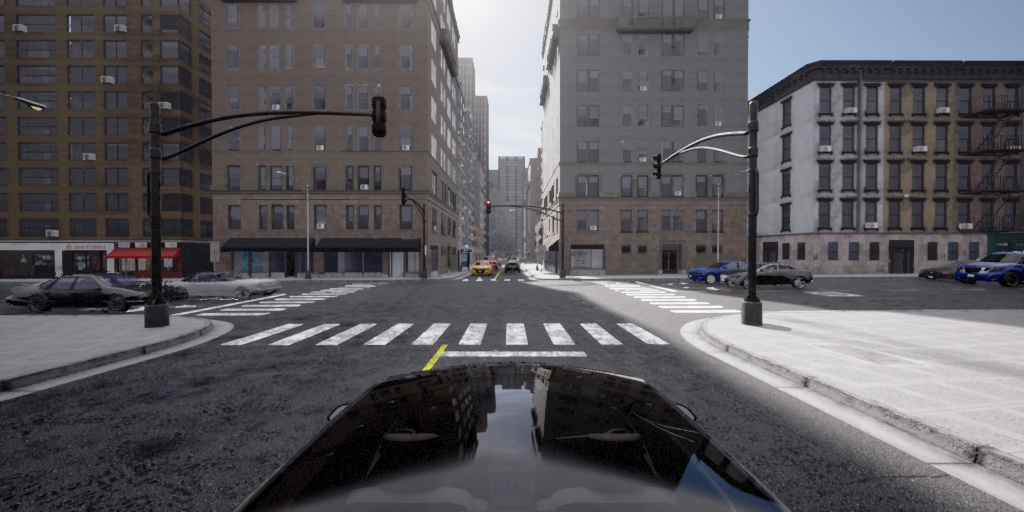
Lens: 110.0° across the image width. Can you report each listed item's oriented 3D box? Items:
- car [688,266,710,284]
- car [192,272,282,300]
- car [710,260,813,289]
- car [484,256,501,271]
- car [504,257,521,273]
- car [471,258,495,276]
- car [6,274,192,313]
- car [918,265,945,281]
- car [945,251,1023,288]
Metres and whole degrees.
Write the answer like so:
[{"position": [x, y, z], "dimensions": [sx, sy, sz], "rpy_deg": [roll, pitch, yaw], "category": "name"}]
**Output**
[{"position": [14.647, 1.076, 24.420], "dimensions": [5.008, 1.535, 1.882], "rpy_deg": [0, 1, 0], "category": "car"}, {"position": [-14.094, 1.427, 17.568], "dimensions": [4.718, 1.301, 1.895], "rpy_deg": [0, 1, 0], "category": "car"}, {"position": [14.885, 1.123, 21.171], "dimensions": [4.902, 1.511, 2.128], "rpy_deg": [0, 1, 0], "category": "car"}, {"position": [-3.128, 0.989, 51.468], "dimensions": [2.150, 2.045, 5.566], "rpy_deg": [0, 0, 0], "category": "car"}, {"position": [0.072, 1.264, 44.508], "dimensions": [1.837, 1.490, 4.892], "rpy_deg": [0, 0, 0], "category": "car"}, {"position": [-3.119, 1.233, 37.576], "dimensions": [1.882, 1.535, 5.008], "rpy_deg": [0, 0, 0], "category": "car"}, {"position": [-16.461, 1.420, 14.305], "dimensions": [5.357, 1.411, 2.033], "rpy_deg": [0, 1, 0], "category": "car"}, {"position": [31.274, 1.030, 24.504], "dimensions": [5.357, 1.411, 2.033], "rpy_deg": [0, 1, 0], "category": "car"}, {"position": [29.919, 0.741, 21.245], "dimensions": [5.566, 2.045, 2.150], "rpy_deg": [-2, 1, 0], "category": "car"}]
